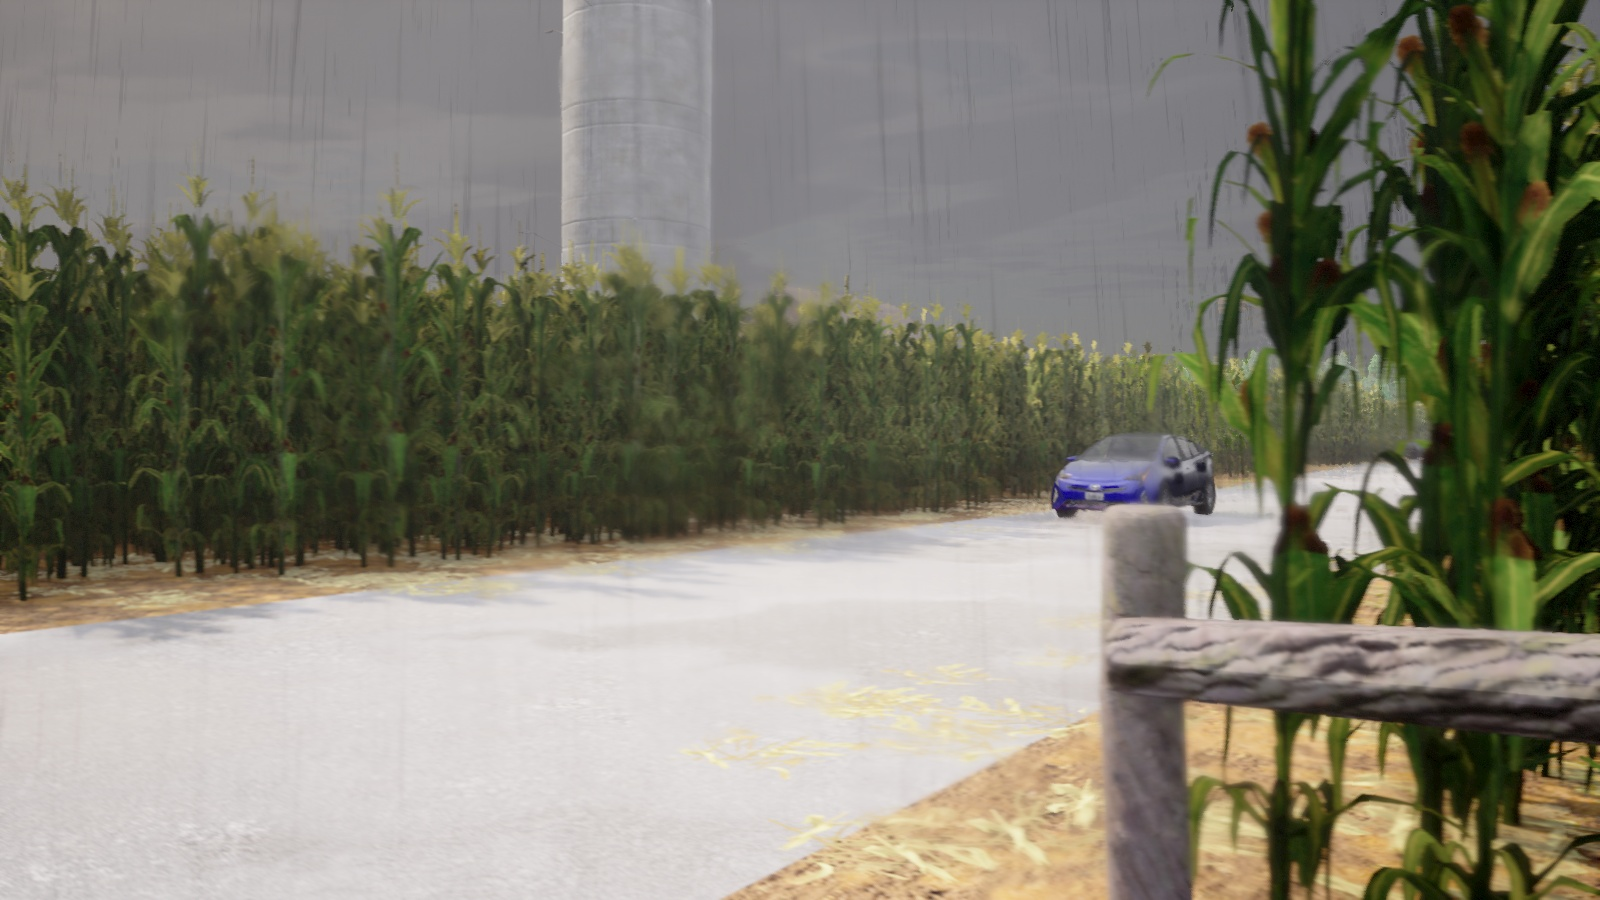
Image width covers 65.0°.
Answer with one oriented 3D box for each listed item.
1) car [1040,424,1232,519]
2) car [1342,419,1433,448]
[{"bbox_3d":[6.186,0.310,22.745,2.007,1.525,4.514,0,1,34],"label":"car"},{"bbox_3d":[35.039,-0.992,74.897,4.611,1.667,2.242,0,1,34],"label":"car"}]
